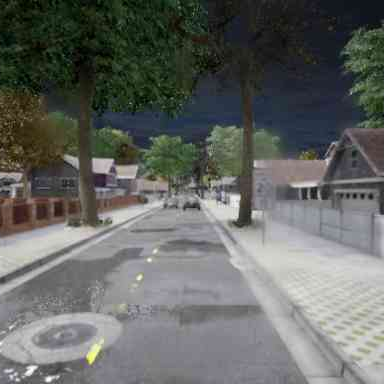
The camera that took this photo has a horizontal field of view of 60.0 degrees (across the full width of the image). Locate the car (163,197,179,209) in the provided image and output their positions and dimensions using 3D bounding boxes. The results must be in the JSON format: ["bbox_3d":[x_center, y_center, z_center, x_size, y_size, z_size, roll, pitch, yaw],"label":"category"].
[{"bbox_3d":[-2.784,1.413,44.334,2.128,1.511,4.902,0,0,0],"label":"car"}]

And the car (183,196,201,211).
[{"bbox_3d":[-0.030,1.289,40.552,2.097,1.767,4.553,0,0,0],"label":"car"}]

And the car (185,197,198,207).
[{"bbox_3d":[-0.040,1.447,50.594,1.812,1.442,4.674,0,0,0],"label":"car"}]
